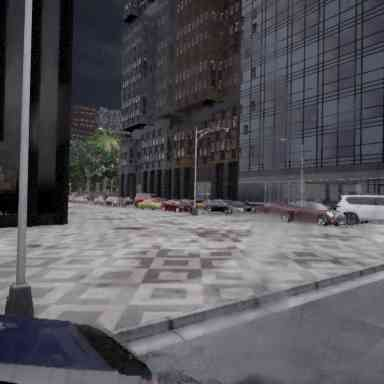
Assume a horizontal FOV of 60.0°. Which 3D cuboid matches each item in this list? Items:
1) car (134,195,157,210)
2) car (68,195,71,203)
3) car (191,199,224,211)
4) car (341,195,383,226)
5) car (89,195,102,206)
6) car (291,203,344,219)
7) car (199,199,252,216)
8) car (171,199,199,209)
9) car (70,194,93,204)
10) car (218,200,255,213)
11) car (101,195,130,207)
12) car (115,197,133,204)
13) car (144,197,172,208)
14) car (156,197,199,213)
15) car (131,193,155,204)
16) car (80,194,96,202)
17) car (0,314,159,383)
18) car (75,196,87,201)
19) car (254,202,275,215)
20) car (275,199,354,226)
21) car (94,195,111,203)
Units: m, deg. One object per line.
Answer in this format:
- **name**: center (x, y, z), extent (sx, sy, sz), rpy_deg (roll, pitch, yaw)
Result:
- **car**: center (-4.712, 1.465, 39.535), extent (1.752, 1.417, 4.829), rpy_deg (2, -1, -36)
- **car**: center (-23.937, 1.386, 66.476), extent (1.967, 1.590, 4.097), rpy_deg (2, -1, -36)
- **car**: center (2.031, 1.690, 44.759), extent (1.752, 1.417, 4.829), rpy_deg (2, -1, -36)
- **car**: center (12.181, 1.231, 21.340), extent (2.150, 2.045, 5.566), rpy_deg (2, -1, -44)
- **car**: center (-14.376, 1.529, 53.073), extent (1.802, 1.307, 4.206), rpy_deg (2, -1, -36)
- **car**: center (11.691, 1.720, 31.222), extent (1.947, 1.339, 4.313), rpy_deg (2, -1, -36)
- **car**: center (3.262, 1.496, 32.951), extent (2.128, 1.511, 4.902), rpy_deg (2, -1, -35)
- **car**: center (-1.058, 1.718, 49.086), extent (2.008, 1.369, 4.403), rpy_deg (2, -1, -36)
- **car**: center (-20.652, 1.472, 61.870), extent (1.752, 1.417, 4.829), rpy_deg (2, -1, -36)
- **car**: center (5.316, 1.727, 40.154), extent (1.947, 1.339, 4.313), rpy_deg (2, -1, -36)
- **car**: center (-11.185, 1.386, 48.609), extent (1.967, 1.590, 4.097), rpy_deg (2, -1, -36)
- **car**: center (-13.809, 1.736, 66.950), extent (1.947, 1.339, 4.313), rpy_deg (2, -1, -36)
- **car**: center (-5.224, 1.589, 50.243), extent (2.128, 1.511, 4.902), rpy_deg (2, -1, -35)
- **car**: center (-1.623, 1.482, 35.207), extent (1.887, 1.381, 4.507), rpy_deg (2, -1, -36)
- **car**: center (-5.951, 1.238, 45.926), extent (2.150, 2.045, 5.566), rpy_deg (2, -1, -34)
- **car**: center (-26.553, 1.484, 84.818), extent (2.192, 1.841, 5.009), rpy_deg (2, -1, -36)
- **car**: center (-2.188, 1.564, 1.823), extent (4.181, 1.385, 1.994), rpy_deg (0, 0, -35)
- **car**: center (-29.844, 1.694, 89.419), extent (1.752, 1.417, 4.829), rpy_deg (2, -1, -36)
- **car**: center (8.503, 1.740, 35.687), extent (1.802, 1.307, 4.206), rpy_deg (2, -1, -36)
- **car**: center (7.925, 1.367, 21.834), extent (1.967, 1.590, 4.097), rpy_deg (2, -1, -37)
- **car**: center (-20.356, 1.512, 75.487), extent (2.097, 1.767, 4.553), rpy_deg (2, -1, -36)
